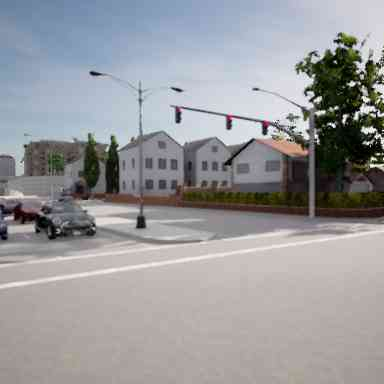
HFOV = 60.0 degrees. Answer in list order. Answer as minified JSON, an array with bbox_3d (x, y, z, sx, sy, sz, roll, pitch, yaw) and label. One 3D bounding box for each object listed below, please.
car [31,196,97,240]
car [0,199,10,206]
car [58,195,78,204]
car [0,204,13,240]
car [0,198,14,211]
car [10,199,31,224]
[{"bbox_3d":[-6.528,1.303,17.014,2.097,1.767,4.553,-1,0,-35],"label":"car"},{"bbox_3d":[-17.298,1.441,32.283,1.837,1.490,4.892,-1,0,-35],"label":"car"},{"bbox_3d":[-22.219,1.369,59.408,2.033,1.411,5.357,-1,0,-35],"label":"car"},{"bbox_3d":[-10.153,1.504,16.089,1.812,1.442,4.674,-1,0,-36],"label":"car"},{"bbox_3d":[-23.052,1.492,40.482,1.994,1.385,4.181,-1,0,-35],"label":"car"},{"bbox_3d":[-11.846,1.421,24.543,1.882,1.535,5.008,-1,0,-35],"label":"car"}]
